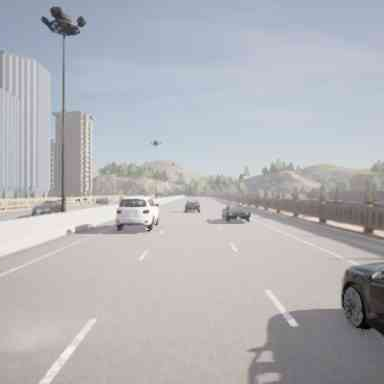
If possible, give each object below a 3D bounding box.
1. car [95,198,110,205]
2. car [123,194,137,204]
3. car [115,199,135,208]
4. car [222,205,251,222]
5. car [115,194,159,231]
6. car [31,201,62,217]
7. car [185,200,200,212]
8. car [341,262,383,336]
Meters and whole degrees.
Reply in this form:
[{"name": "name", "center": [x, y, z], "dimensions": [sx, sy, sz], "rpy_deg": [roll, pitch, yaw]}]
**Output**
[{"name": "car", "center": [-17.554, 1.848, 65.204], "dimensions": [1.994, 1.385, 4.181], "rpy_deg": [0, 0, 0]}, {"name": "car", "center": [-14.061, 1.560, 75.987], "dimensions": [2.150, 2.045, 5.566], "rpy_deg": [0, 0, 0]}, {"name": "car", "center": [-10.605, 1.783, 52.696], "dimensions": [2.033, 1.411, 5.357], "rpy_deg": [0, 0, 1]}, {"name": "car", "center": [3.578, 1.723, 27.667], "dimensions": [1.895, 1.301, 4.718], "rpy_deg": [0, 0, 0]}, {"name": "car", "center": [-3.417, 1.318, 21.576], "dimensions": [2.150, 2.045, 5.566], "rpy_deg": [0, 0, 0]}, {"name": "car", "center": [-14.118, 1.642, 33.071], "dimensions": [2.128, 1.511, 4.902], "rpy_deg": [0, 0, 0]}, {"name": "car", "center": [0.067, 1.676, 41.630], "dimensions": [2.128, 1.511, 4.902], "rpy_deg": [0, 0, 0]}, {"name": "car", "center": [3.584, 1.509, 4.079], "dimensions": [2.128, 1.511, 4.902], "rpy_deg": [0, 0, 0]}]
